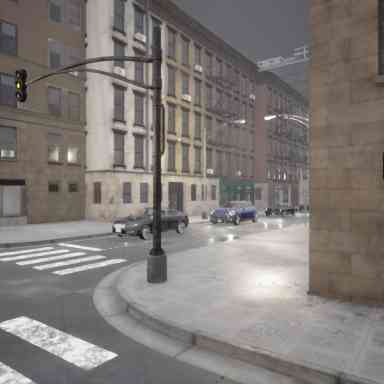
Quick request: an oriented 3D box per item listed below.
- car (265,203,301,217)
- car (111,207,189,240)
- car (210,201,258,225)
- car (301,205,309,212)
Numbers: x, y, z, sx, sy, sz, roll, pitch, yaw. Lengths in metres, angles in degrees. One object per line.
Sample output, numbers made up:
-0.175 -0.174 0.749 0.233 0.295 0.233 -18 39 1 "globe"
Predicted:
8.976 1.777 33.316 1.895 1.301 4.718 0 0 35 "car"
-2.086 1.568 17.788 2.128 1.511 4.902 0 0 35 "car"
3.254 1.476 25.306 2.097 1.767 4.553 0 0 36 "car"
14.890 1.832 41.566 1.895 1.301 4.718 0 0 36 "car"
